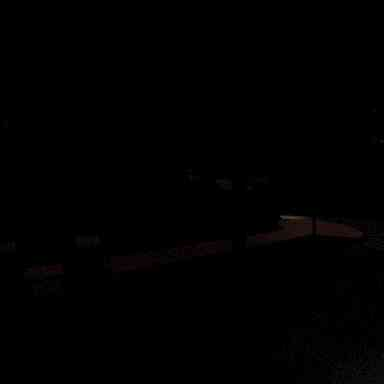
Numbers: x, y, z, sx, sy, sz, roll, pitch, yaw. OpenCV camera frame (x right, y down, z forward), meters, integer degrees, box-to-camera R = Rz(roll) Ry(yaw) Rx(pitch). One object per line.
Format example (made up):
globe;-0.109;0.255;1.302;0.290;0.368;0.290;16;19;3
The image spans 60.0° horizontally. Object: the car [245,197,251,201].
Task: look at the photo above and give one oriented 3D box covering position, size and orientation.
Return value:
car;4.529;1.195;29.834;4.553;1.767;2.097;0;0;42
